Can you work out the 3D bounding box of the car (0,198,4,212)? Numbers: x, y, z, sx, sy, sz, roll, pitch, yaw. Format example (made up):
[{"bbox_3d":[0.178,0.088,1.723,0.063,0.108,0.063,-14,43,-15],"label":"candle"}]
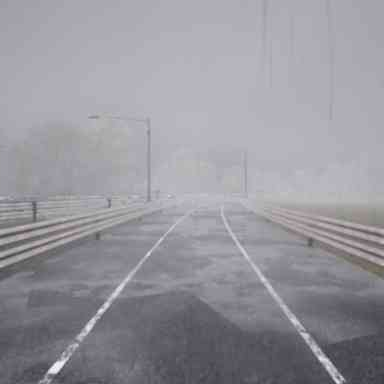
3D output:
[{"bbox_3d":[-16.553,1.265,28.768,1.812,1.442,4.674,0,0,13],"label":"car"}]

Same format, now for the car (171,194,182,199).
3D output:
[{"bbox_3d":[-4.258,1.218,88.501,2.097,1.767,4.553,0,0,17],"label":"car"}]

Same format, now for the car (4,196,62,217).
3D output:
[{"bbox_3d":[-13.096,1.089,28.246,2.097,1.767,4.553,0,0,13],"label":"car"}]

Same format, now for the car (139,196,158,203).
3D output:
[{"bbox_3d":[-8.118,1.372,62.647,1.994,1.385,4.181,0,0,15],"label":"car"}]

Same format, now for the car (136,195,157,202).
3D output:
[{"bbox_3d":[-7.221,1.278,52.464,2.128,1.511,4.902,0,0,15],"label":"car"}]
